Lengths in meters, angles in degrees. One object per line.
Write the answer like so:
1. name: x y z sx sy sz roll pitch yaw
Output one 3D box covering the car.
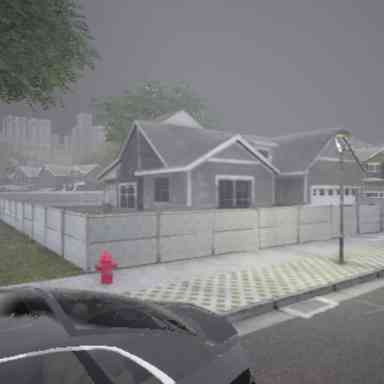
1. car: -1.749 1.505 1.824 4.892 1.490 1.837 0 0 -35
